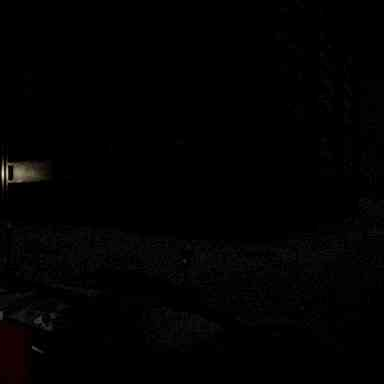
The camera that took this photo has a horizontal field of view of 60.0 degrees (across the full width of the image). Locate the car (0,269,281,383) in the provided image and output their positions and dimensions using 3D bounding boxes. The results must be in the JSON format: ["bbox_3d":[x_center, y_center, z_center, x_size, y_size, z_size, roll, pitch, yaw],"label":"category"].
[{"bbox_3d":[-1.137,1.580,3.779,4.206,1.307,1.802,0,0,36],"label":"car"}]
